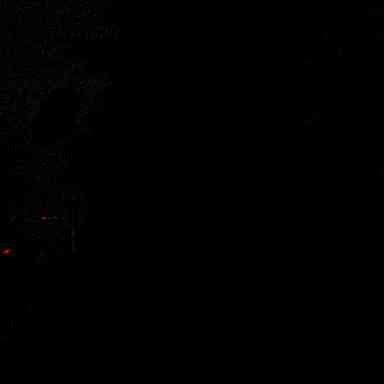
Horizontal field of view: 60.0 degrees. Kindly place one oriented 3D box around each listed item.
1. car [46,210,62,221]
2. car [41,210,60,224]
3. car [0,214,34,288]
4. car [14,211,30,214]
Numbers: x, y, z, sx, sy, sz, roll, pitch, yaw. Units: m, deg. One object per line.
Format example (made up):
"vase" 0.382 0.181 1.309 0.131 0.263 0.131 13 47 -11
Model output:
"car" -20.180 3.357 48.702 1.994 1.385 4.181 0 -2 -20
"car" -16.913 3.052 39.880 2.033 1.411 5.357 0 -2 -19
"car" -6.156 1.735 10.146 2.097 1.767 4.553 0 -2 -20
"car" -19.727 2.993 38.580 1.882 1.535 5.008 0 -2 -19
